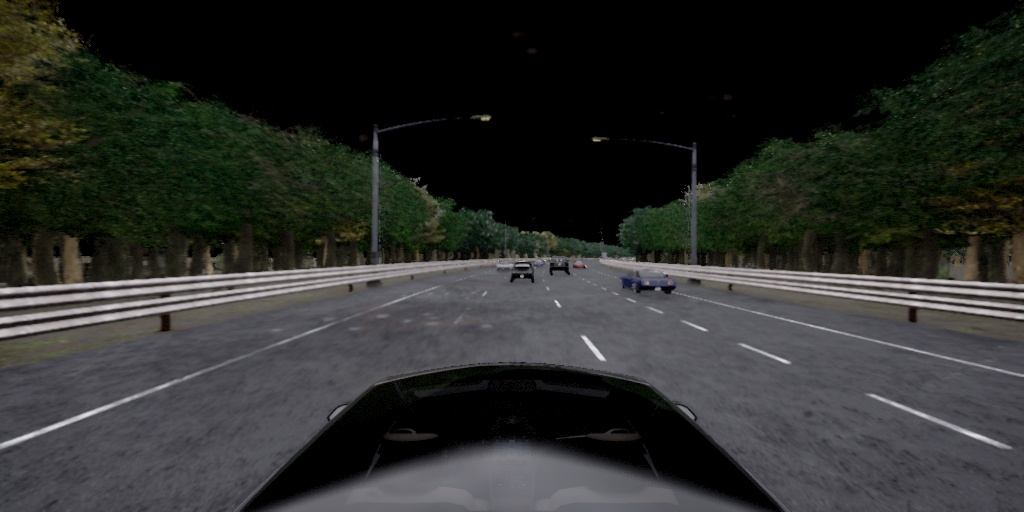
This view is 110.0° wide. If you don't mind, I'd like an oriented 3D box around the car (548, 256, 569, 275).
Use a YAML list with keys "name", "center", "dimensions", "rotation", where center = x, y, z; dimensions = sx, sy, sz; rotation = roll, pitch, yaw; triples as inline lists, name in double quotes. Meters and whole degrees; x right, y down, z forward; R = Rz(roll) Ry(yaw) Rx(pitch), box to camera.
- name: "car"
  center: [5.362, 1.014, 41.047]
  dimensions: [2.150, 2.045, 5.566]
  rotation: [0, 0, 6]

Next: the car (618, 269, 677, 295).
- name: "car"
  center: [7.504, 1.401, 20.428]
  dimensions: [1.895, 1.301, 4.718]
  rotation: [0, 0, 2]

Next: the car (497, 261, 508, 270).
- name: "car"
  center: [-0.838, 1.361, 50.449]
  dimensions: [1.895, 1.301, 4.718]
  rotation: [0, 0, 7]

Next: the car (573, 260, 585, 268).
- name: "car"
  center: [11.463, 1.397, 61.617]
  dimensions: [1.994, 1.385, 4.181]
  rotation: [0, 0, 9]

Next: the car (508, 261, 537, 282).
- name: "car"
  center: [0.947, 1.269, 29.731]
  dimensions: [1.837, 1.490, 4.892]
  rotation: [0, 0, 4]
